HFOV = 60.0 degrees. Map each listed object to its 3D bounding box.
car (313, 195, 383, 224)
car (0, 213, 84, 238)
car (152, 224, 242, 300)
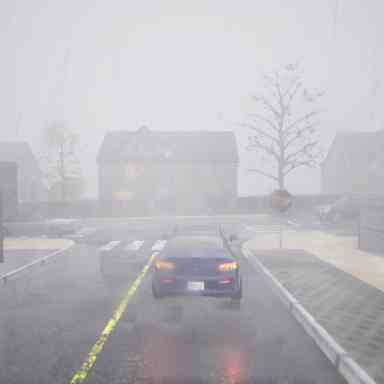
[{"bbox_3d":[10.186,1.045,21.360,4.553,1.767,2.097,-1,1,-2],"label":"car"},{"bbox_3d":[-8.426,1.780,18.110,4.718,1.301,1.895,-1,1,7],"label":"car"},{"bbox_3d":[0.170,1.525,8.276,1.812,1.442,4.674,0,0,3],"label":"car"}]
